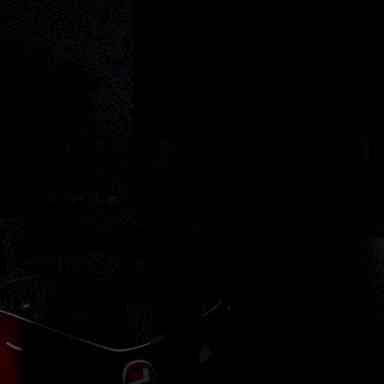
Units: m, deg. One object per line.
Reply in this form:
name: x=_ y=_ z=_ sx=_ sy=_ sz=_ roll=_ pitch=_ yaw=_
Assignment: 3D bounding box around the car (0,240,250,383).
car: x=-1.492 y=1.440 z=4.004 sx=4.097 sy=1.590 sz=1.967 roll=0 pitch=0 yaw=35
